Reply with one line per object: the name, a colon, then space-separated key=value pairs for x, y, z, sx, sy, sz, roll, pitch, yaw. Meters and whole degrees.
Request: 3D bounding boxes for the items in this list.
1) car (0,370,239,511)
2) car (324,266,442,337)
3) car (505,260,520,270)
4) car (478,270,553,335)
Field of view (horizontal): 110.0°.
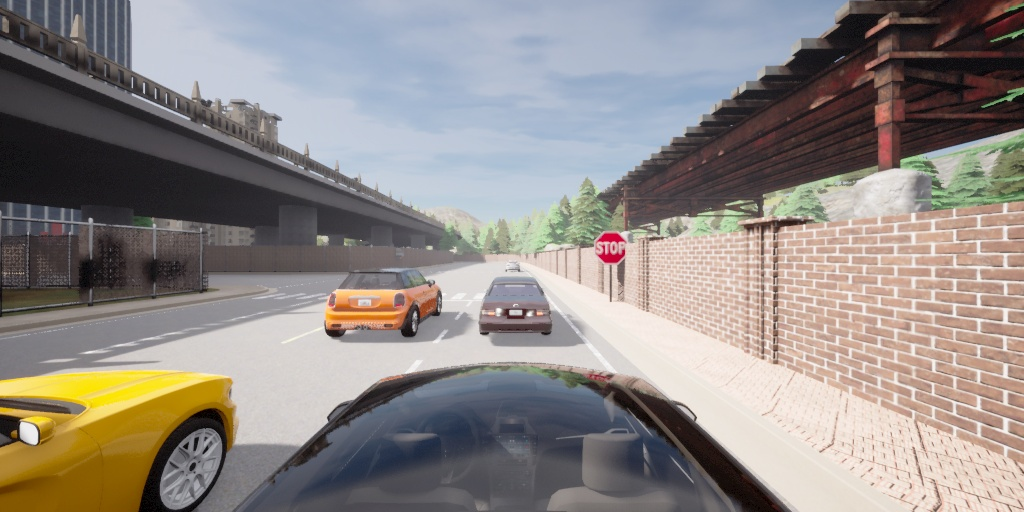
car: x=-3.398 y=1.228 z=1.186 sx=1.882 sy=1.535 sz=5.008 roll=0 pitch=0 yaw=0
car: x=-3.420 y=1.102 z=10.443 sx=2.097 sy=1.767 sz=4.553 roll=0 pitch=0 yaw=0
car: x=0.083 y=1.276 z=46.330 sx=1.812 sy=1.442 sz=4.674 roll=0 pitch=0 yaw=-1
car: x=0.081 y=1.297 z=10.464 sx=2.033 sy=1.411 sz=5.357 roll=0 pitch=0 yaw=0
